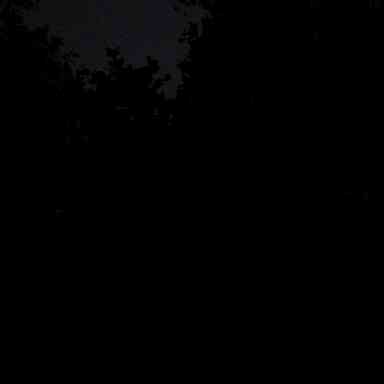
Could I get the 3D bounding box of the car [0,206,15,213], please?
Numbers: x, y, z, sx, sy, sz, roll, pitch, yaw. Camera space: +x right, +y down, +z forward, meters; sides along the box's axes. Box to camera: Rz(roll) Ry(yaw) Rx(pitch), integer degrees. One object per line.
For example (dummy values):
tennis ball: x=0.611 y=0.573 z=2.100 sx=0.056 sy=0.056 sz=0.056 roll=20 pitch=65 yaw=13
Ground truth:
car: x=-46.997 y=4.288 z=83.153 sx=2.002 sy=1.452 sz=4.674 roll=0 pitch=1 yaw=19

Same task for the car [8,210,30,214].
car: x=-39.951 y=4.093 z=77.493 sx=2.435 sy=2.045 sz=5.566 roll=1 pitch=1 yaw=19
